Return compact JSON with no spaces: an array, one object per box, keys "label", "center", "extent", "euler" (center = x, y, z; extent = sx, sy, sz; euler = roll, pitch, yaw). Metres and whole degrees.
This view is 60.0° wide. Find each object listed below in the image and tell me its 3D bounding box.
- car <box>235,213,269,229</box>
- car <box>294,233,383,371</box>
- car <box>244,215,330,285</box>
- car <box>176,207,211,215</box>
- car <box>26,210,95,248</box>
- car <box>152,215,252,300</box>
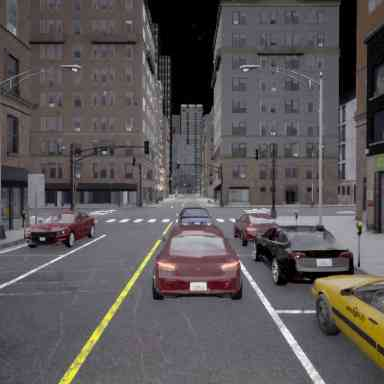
[{"label":"car","center":[2.870,1.577,14.871],"extent":[1.802,1.307,4.206],"euler":[-1,0,0]},{"label":"car","center":[2.866,1.524,3.869],"extent":[1.752,1.417,4.829],"euler":[-1,0,0]},{"label":"car","center":[2.868,1.563,9.286],"extent":[1.947,1.339,4.313],"euler":[-1,0,0]},{"label":"car","center":[0.136,1.542,18.275],"extent":[2.033,1.411,5.357],"euler":[0,0,-3]},{"label":"car","center":[-5.676,1.540,14.871],"extent":[1.887,1.381,4.507],"euler":[-1,0,0]},{"label":"car","center":[0.100,1.523,8.254],"extent":[1.812,1.442,4.674],"euler":[0,0,0]}]
